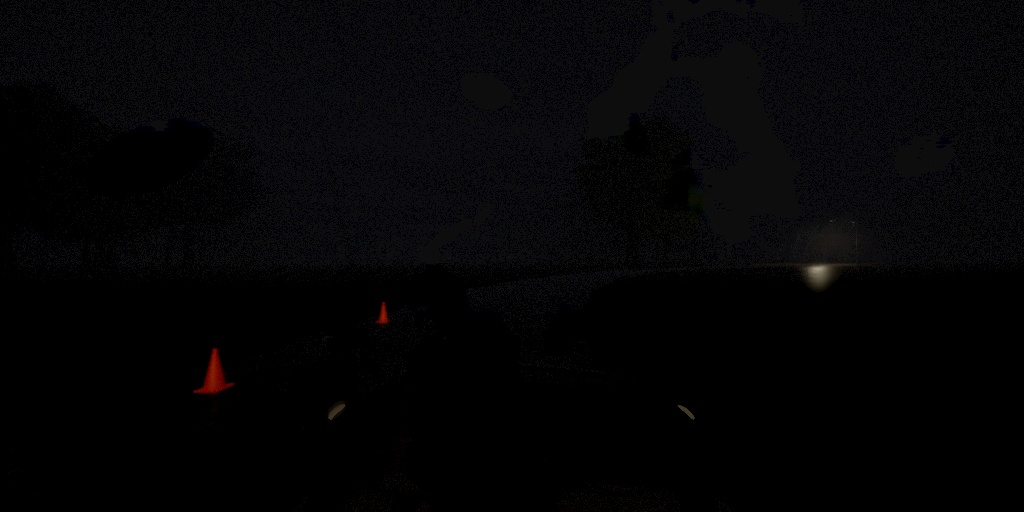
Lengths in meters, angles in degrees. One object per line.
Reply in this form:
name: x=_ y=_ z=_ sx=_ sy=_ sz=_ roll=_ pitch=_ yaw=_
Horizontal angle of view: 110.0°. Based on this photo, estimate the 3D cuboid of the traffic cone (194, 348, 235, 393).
traffic cone: x=-4.345 y=1.643 z=5.247 sx=0.340 sy=0.580 sz=0.340 roll=0 pitch=0 yaw=4

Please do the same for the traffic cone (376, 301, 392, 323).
traffic cone: x=-3.735 y=1.615 z=10.425 sx=0.340 sy=0.580 sz=0.340 roll=0 pitch=0 yaw=9
